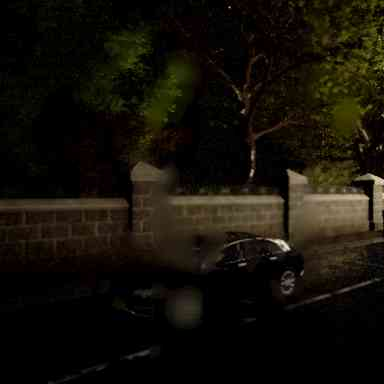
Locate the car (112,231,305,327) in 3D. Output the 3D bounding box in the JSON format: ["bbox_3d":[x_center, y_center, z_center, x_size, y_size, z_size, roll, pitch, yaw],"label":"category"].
[{"bbox_3d":[0.535,1.541,6.936,4.403,1.369,2.008,0,0,-35],"label":"car"}]
